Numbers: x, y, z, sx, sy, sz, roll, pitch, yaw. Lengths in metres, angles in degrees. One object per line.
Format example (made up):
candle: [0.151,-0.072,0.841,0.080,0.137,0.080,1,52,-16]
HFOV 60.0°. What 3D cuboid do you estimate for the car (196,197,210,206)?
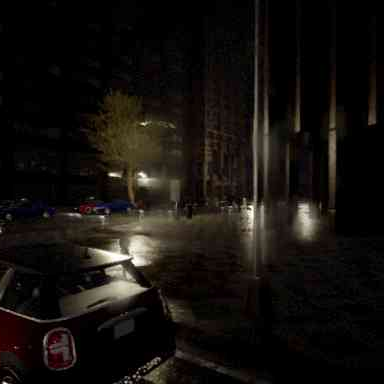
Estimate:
car: [0.761,1.494,51.708,1.895,1.301,4.718,0,0,36]

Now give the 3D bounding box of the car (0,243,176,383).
car: [-2.280,1.442,4.583,4.097,1.590,1.967,0,0,35]

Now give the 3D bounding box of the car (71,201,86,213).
car: [-10.729,1.495,35.601,1.994,1.385,4.181,0,0,34]

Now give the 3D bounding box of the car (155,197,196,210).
car: [-2.025,1.429,42.221,1.837,1.490,4.892,0,0,36]

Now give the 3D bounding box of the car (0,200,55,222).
car: [-13.245,1.491,26.419,1.812,1.442,4.674,0,0,37]

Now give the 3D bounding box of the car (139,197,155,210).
car: [-5.671,1.439,42.699,1.812,1.442,4.674,0,0,36]

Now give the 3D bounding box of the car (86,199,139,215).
car: [-7.979,1.472,33.845,1.812,1.442,4.674,0,0,35]

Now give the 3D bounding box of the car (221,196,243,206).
car: [6.640,1.408,54.293,1.837,1.490,4.892,0,0,36]
